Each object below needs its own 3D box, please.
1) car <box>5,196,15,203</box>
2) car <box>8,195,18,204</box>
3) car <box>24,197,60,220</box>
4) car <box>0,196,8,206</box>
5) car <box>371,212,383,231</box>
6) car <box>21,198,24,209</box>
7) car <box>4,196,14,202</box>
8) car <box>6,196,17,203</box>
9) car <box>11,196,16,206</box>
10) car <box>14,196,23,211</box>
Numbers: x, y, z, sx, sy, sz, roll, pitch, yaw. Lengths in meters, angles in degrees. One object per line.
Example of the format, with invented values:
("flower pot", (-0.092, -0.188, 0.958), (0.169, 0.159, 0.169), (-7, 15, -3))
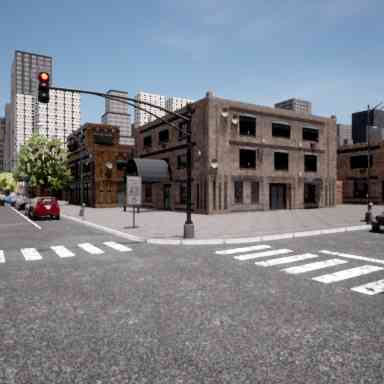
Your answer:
("car", (-41.045, 1.680, 75.123), (1.802, 1.307, 4.206), (0, 0, -31))
("car", (-29.588, 1.636, 56.223), (1.802, 1.307, 4.206), (0, 0, -31))
("car", (-12.402, 1.329, 27.874), (2.192, 1.841, 5.009), (0, 0, -31))
("car", (-32.627, 1.548, 56.244), (2.128, 1.511, 4.902), (0, 0, -31))
("car", (11.241, 1.358, 17.414), (4.313, 1.339, 1.947), (-1, 1, -31))
("car", (-15.267, 1.584, 32.599), (1.947, 1.339, 4.313), (0, 0, -31))
("car", (-43.909, 1.676, 79.849), (1.947, 1.339, 4.313), (0, 0, -31))
("car", (-38.269, 1.612, 70.544), (1.752, 1.417, 4.829), (0, 0, -31))
("car", (-23.860, 1.588, 46.774), (2.008, 1.369, 4.403), (0, 0, -31))
("car", (-20.996, 1.596, 42.050), (1.947, 1.339, 4.313), (0, 0, -31))
